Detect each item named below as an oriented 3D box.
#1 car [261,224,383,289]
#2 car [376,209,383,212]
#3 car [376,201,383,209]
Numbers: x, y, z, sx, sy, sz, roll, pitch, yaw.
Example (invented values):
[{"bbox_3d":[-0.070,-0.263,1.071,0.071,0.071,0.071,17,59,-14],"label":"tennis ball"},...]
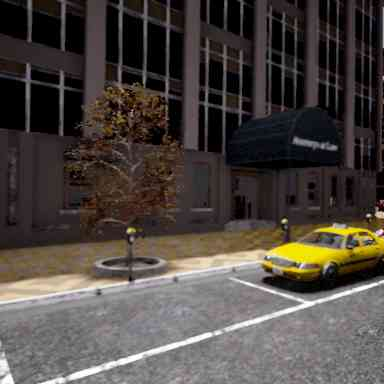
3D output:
[{"bbox_3d":[4.047,1.611,9.441,4.829,1.417,1.752,1,0,-36],"label":"car"},{"bbox_3d":[8.711,1.582,12.769,4.097,1.590,1.967,1,0,-36],"label":"car"},{"bbox_3d":[21.849,1.643,36.364,1.887,1.381,4.507,3,-1,-36],"label":"car"}]
